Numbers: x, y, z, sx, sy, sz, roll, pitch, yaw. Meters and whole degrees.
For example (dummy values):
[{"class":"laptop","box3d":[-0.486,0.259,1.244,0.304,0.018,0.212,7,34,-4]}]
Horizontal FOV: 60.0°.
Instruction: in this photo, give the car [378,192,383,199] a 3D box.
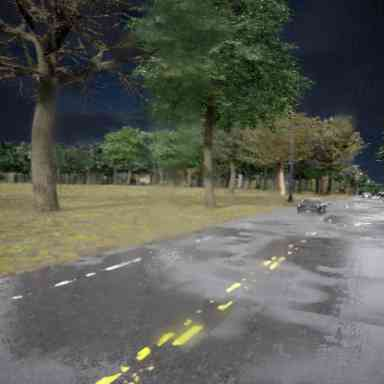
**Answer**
[{"class":"car","box3d":[42.128,0.761,72.638,1.882,1.535,5.008,2,1,28]}]

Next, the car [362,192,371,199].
[{"class":"car","box3d":[39.065,0.717,74.333,2.128,1.511,4.902,2,1,28]}]

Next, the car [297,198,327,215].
[{"class":"car","box3d":[10.137,1.166,27.914,1.895,1.301,4.718,2,1,28]}]
